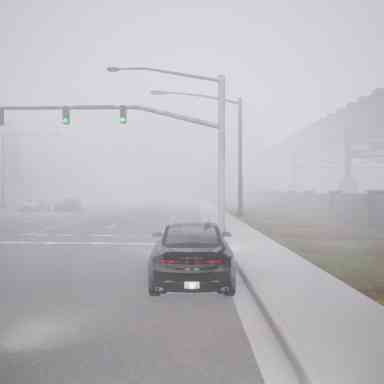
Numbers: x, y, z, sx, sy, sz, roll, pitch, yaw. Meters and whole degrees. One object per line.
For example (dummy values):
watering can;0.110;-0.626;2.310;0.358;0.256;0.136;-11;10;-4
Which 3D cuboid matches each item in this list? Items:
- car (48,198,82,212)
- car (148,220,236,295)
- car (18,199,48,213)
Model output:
car;-13.916;1.466;37.465;1.837;1.490;4.892;0;0;0
car;-0.001;1.494;8.649;1.837;1.490;4.892;0;0;0
car;-17.420;1.488;37.063;1.812;1.442;4.674;0;0;1
